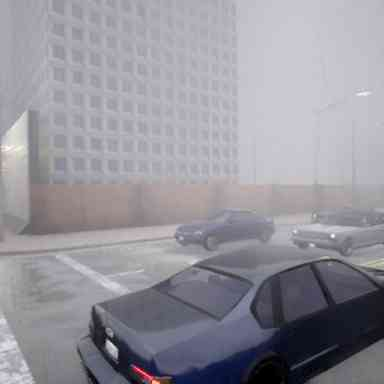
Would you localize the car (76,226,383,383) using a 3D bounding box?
[{"bbox_3d":[1.269,1.511,4.650,5.357,1.411,2.033,-1,1,-36],"label":"car"}]

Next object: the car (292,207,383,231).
[{"bbox_3d":[5.822,1.452,12.441,4.718,1.301,1.895,-1,1,-35],"label":"car"}]

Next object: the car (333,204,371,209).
[{"bbox_3d":[8.916,1.367,18.939,4.718,1.301,1.895,-1,1,-35],"label":"car"}]

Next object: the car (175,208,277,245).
[{"bbox_3d":[1.501,1.415,13.660,4.674,1.442,1.812,-1,1,-35],"label":"car"}]
